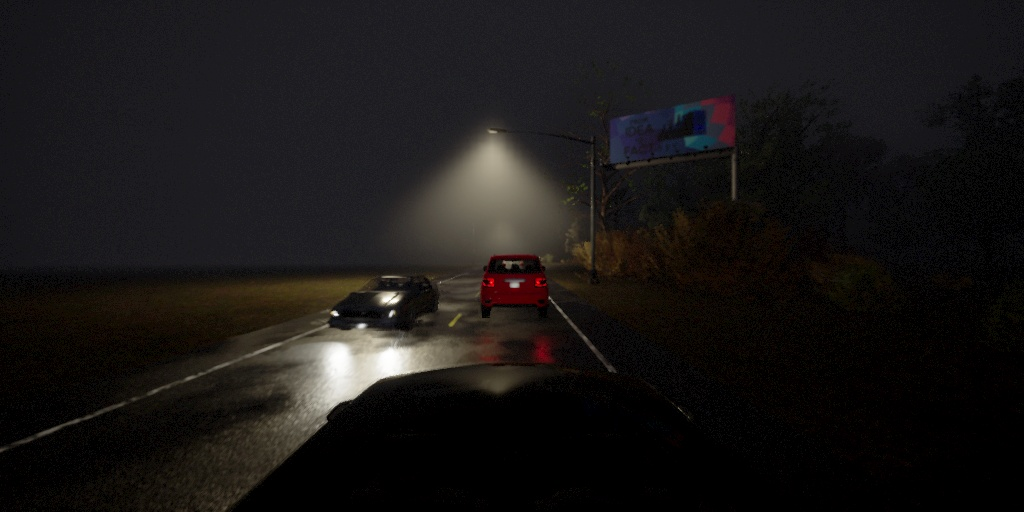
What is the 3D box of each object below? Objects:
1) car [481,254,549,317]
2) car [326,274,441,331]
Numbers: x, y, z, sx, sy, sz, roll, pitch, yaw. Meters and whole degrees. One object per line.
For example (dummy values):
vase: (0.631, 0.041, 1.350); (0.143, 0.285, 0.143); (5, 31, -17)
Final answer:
car: (0.087, 0.950, 13.213); (2.150, 2.045, 5.566); (0, 0, 0)
car: (-3.565, 1.281, 11.177); (2.033, 1.411, 5.357); (0, 0, 0)
